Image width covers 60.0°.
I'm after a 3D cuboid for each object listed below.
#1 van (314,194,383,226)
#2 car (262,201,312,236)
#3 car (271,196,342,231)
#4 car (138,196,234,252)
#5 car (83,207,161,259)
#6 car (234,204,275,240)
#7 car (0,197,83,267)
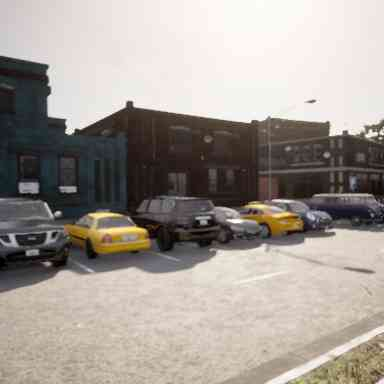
[{"bbox_3d":[10.181,1.133,22.055,1.878,1.987,4.442,0,0,-35],"label":"van"},{"bbox_3d":[3.322,1.408,17.312,2.097,1.535,5.008,0,0,-35],"label":"car"},{"bbox_3d":[5.667,1.267,19.024,2.185,1.767,4.553,0,0,-35],"label":"car"},{"bbox_3d":[-1.125,1.185,14.190,2.435,2.045,5.566,0,0,-35],"label":"car"},{"bbox_3d":[-3.480,1.448,12.706,1.946,1.575,5.366,0,0,-35],"label":"car"},{"bbox_3d":[1.153,1.423,15.782,2.231,1.521,4.892,0,0,-35],"label":"car"},{"bbox_3d":[-5.724,1.217,10.847,2.435,2.045,5.566,0,0,-35],"label":"car"}]
